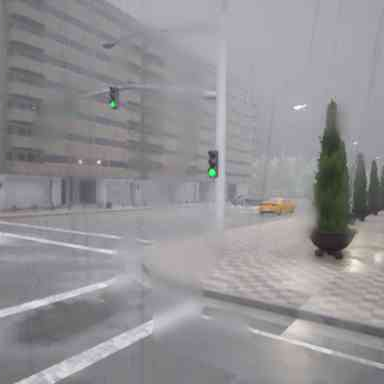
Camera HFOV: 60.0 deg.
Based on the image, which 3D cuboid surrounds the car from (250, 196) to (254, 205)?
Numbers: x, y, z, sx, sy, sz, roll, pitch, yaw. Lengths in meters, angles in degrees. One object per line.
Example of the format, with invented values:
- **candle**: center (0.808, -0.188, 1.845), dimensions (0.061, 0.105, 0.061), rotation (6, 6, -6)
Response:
- **car**: center (10.040, 1.278, 45.183), dimensions (1.994, 1.385, 4.181), rotation (1, 1, 36)

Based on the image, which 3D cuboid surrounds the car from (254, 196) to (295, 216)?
- **car**: center (7.753, 1.281, 29.999), dimensions (1.882, 1.535, 5.008), rotation (1, 1, 36)

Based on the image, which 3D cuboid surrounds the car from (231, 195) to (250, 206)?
- **car**: center (7.354, 1.176, 47.435), dimensions (1.837, 1.490, 4.892), rotation (1, 0, 36)
